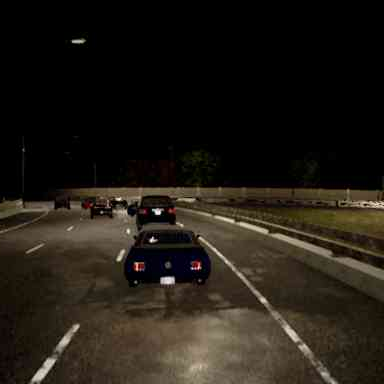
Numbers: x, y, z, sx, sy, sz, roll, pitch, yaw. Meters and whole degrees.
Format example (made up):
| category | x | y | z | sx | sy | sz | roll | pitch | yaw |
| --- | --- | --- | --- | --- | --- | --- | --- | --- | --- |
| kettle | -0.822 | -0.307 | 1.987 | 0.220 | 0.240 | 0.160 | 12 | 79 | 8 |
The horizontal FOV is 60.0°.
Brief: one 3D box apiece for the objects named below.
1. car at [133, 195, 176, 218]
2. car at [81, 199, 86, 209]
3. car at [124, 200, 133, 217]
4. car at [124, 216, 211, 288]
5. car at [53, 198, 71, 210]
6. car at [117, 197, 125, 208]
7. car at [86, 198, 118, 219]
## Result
| category | x | y | z | sx | sy | sz | roll | pitch | yaw |
| --- | --- | --- | --- | --- | --- | --- | --- | --- | --- |
| car | -2.311 | 1.213 | 20.398 | 2.150 | 2.045 | 5.566 | 0 | 0 | -10 |
| car | -13.546 | 1.552 | 44.261 | 1.994 | 1.385 | 4.181 | 0 | 0 | -25 |
| car | -5.012 | 1.554 | 31.550 | 1.994 | 1.385 | 4.181 | 0 | 0 | -16 |
| car | -0.705 | 1.597 | 9.290 | 1.895 | 1.301 | 4.718 | 0 | 0 | -5 |
| car | -16.832 | 1.483 | 43.043 | 2.128 | 1.511 | 4.902 | 0 | 0 | -24 |
| car | -9.969 | 1.478 | 44.822 | 2.128 | 1.511 | 4.902 | 0 | 0 | -24 |
| car | -8.051 | 1.485 | 29.578 | 2.128 | 1.511 | 4.902 | 0 | 0 | -16 |
